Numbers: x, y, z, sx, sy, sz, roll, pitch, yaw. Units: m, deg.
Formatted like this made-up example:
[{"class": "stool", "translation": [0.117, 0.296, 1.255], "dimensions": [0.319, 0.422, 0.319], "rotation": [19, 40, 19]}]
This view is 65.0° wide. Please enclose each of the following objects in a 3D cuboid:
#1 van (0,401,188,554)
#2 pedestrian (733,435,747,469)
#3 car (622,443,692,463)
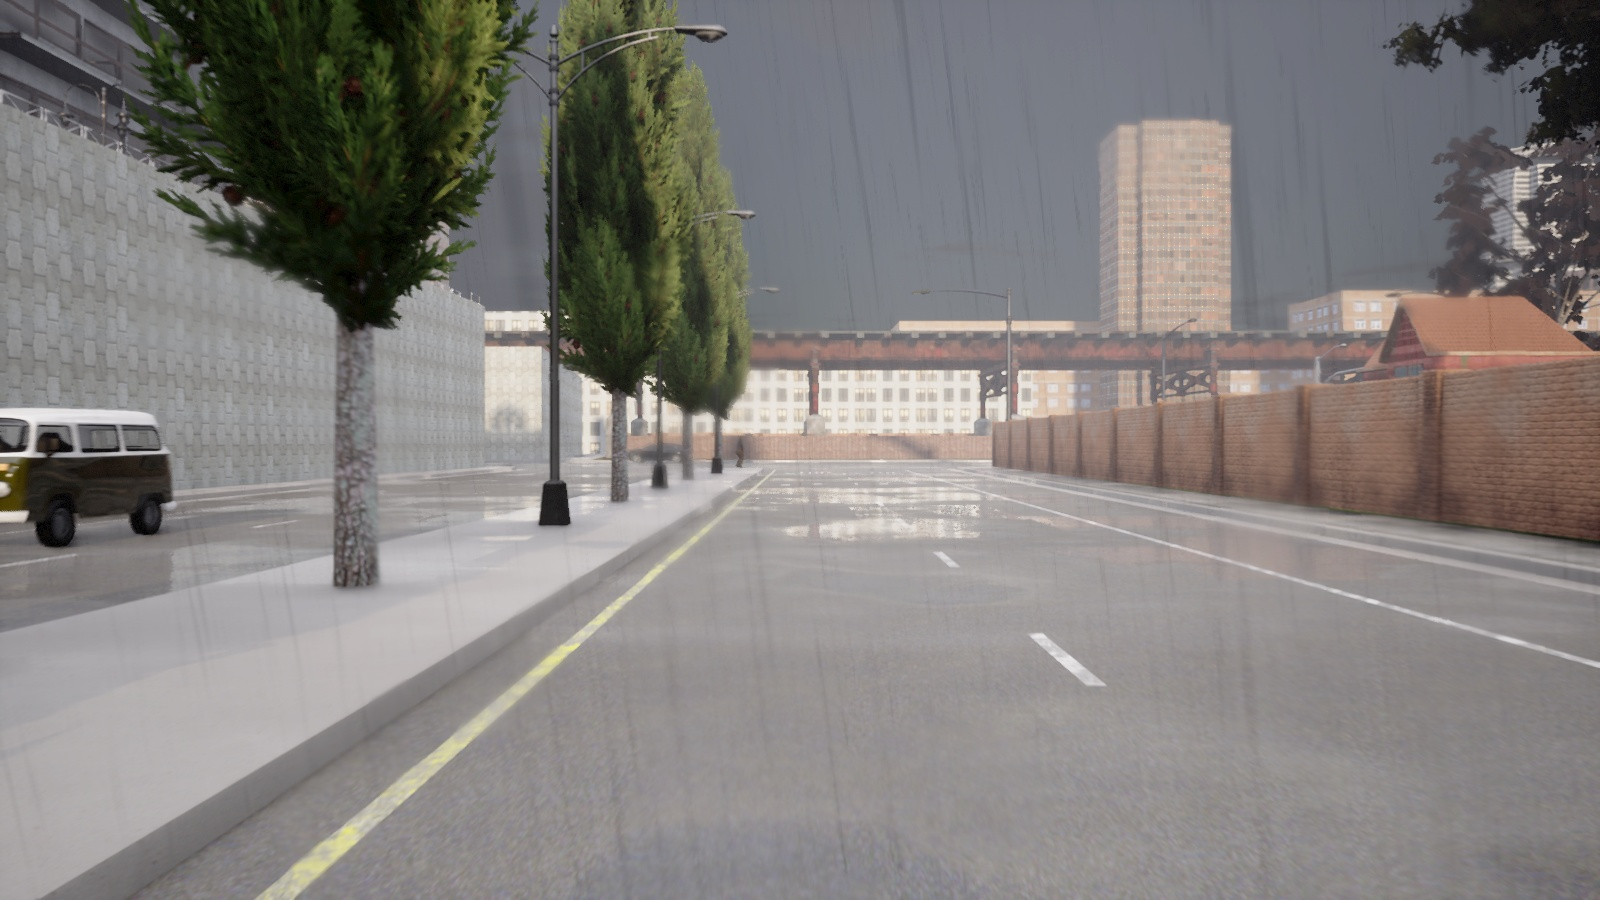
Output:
[{"class": "van", "translation": [-11.377, 0.354, 18.949], "dimensions": [2.069, 2.038, 4.480], "rotation": [0, 0, 0]}, {"class": "pedestrian", "translation": [-3.281, 0.102, 68.696], "dimensions": [0.694, 1.848, 0.540], "rotation": [0, 0, -11]}, {"class": "car", "translation": [-10.501, 0.222, 92.465], "dimensions": [4.892, 1.490, 1.837], "rotation": [0, 0, 1]}]
